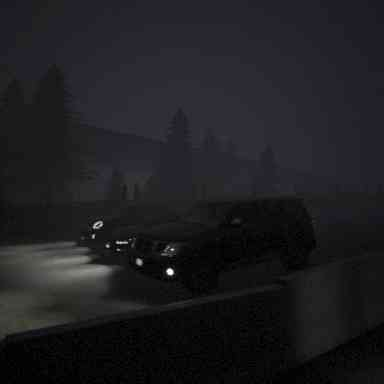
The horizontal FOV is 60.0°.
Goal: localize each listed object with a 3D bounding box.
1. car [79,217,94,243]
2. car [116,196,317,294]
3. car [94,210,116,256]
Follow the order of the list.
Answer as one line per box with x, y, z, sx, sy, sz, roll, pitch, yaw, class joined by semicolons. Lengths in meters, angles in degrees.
-2.667;1.288;14.986;4.553;1.767;2.097;-1;1;-35;car
1.066;1.164;9.052;5.566;2.045;2.150;-1;1;-35;car
-0.731;1.442;12.071;4.892;1.490;1.837;-1;1;-36;car
